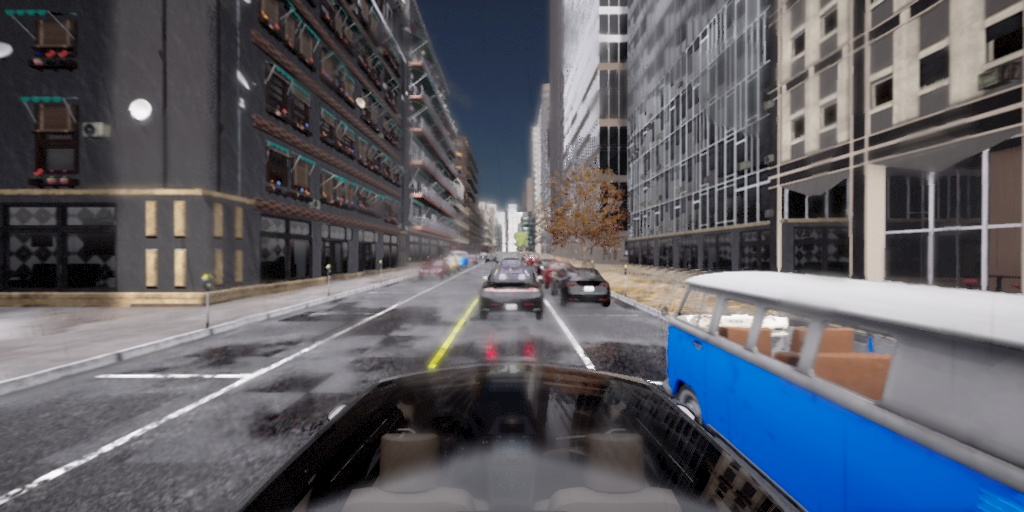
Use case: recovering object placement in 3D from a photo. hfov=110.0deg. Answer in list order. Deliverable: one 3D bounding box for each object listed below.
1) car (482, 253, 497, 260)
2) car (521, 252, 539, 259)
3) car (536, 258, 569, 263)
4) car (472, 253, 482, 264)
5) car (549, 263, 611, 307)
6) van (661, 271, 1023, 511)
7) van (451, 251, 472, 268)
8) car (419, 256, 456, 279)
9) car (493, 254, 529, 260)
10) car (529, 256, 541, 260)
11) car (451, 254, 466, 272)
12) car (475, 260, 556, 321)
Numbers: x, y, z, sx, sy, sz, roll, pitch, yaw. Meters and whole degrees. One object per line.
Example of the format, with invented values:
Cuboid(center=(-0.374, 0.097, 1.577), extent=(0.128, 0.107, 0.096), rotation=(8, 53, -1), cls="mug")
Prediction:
Cuboid(center=(-2.991, 0.289, 52.152), extent=(1.837, 1.490, 4.892), rotation=(0, 1, 0), cls="car")
Cuboid(center=(2.437, 0.415, 42.181), extent=(1.967, 1.591, 4.097), rotation=(0, 0, 0), cls="car")
Cuboid(center=(2.510, 0.953, 19.575), extent=(1.888, 1.381, 4.507), rotation=(0, 0, 0), cls="car")
Cuboid(center=(-5.463, 0.446, 48.047), extent=(1.802, 1.307, 4.207), rotation=(0, 0, 0), cls="car")
Cuboid(center=(2.528, 1.082, 13.923), extent=(1.948, 1.339, 4.313), rotation=(0, 0, 0), cls="car")
Cuboid(center=(2.565, 1.073, 2.620), extent=(1.690, 1.789, 3.998), rotation=(0, 0, 0), cls="van")
Cuboid(center=(-5.426, 0.422, 36.756), extent=(1.690, 1.789, 3.998), rotation=(0, 0, 0), cls="van")
Cuboid(center=(-5.390, 0.879, 25.465), extent=(1.802, 1.307, 4.207), rotation=(0, 0, 0), cls="car")
Cuboid(center=(-0.033, 0.834, 25.961), extent=(2.033, 1.411, 5.357), rotation=(0, 1, 0), cls="car")
Cuboid(center=(2.492, 0.866, 25.226), extent=(1.948, 1.339, 4.313), rotation=(0, 0, 0), cls="car")
Cuboid(center=(-5.408, 0.714, 30.941), extent=(1.751, 1.417, 4.829), rotation=(0, 0, 0), cls="car")
Cuboid(center=(0.015, 1.053, 11.605), extent=(2.128, 1.511, 4.902), rotation=(0, 1, 1), cls="car")
